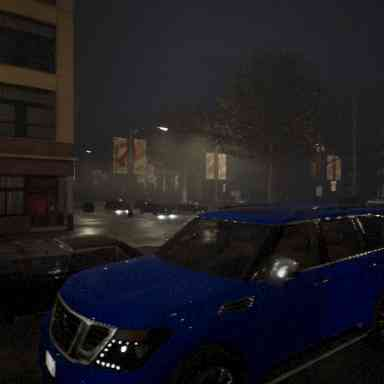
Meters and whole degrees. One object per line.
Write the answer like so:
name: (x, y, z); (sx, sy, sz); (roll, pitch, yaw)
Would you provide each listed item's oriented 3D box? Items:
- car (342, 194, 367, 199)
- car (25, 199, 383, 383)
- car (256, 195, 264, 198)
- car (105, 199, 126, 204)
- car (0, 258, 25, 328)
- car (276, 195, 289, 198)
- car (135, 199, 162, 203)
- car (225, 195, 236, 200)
car: (15.684, 1.352, 33.705); (4.553, 1.767, 2.097); (0, 0, 41)
car: (0.952, 1.221, 4.666); (5.566, 2.045, 2.150); (0, 0, -35)
car: (17.621, 1.463, 83.113); (1.895, 1.301, 4.718); (0, 0, -36)
car: (-9.500, 1.564, 42.028); (1.994, 1.385, 4.181); (0, 0, -35)
car: (-2.425, 1.601, 6.559); (4.718, 1.301, 1.895); (0, 0, -35)
car: (18.430, 1.320, 69.180); (2.002, 1.452, 4.674); (0, 0, -36)
car: (-3.676, 1.564, 33.872); (1.994, 1.385, 4.181); (0, 0, -36)
car: (7.962, 1.413, 76.676); (2.161, 1.482, 4.786); (0, 0, -36)
